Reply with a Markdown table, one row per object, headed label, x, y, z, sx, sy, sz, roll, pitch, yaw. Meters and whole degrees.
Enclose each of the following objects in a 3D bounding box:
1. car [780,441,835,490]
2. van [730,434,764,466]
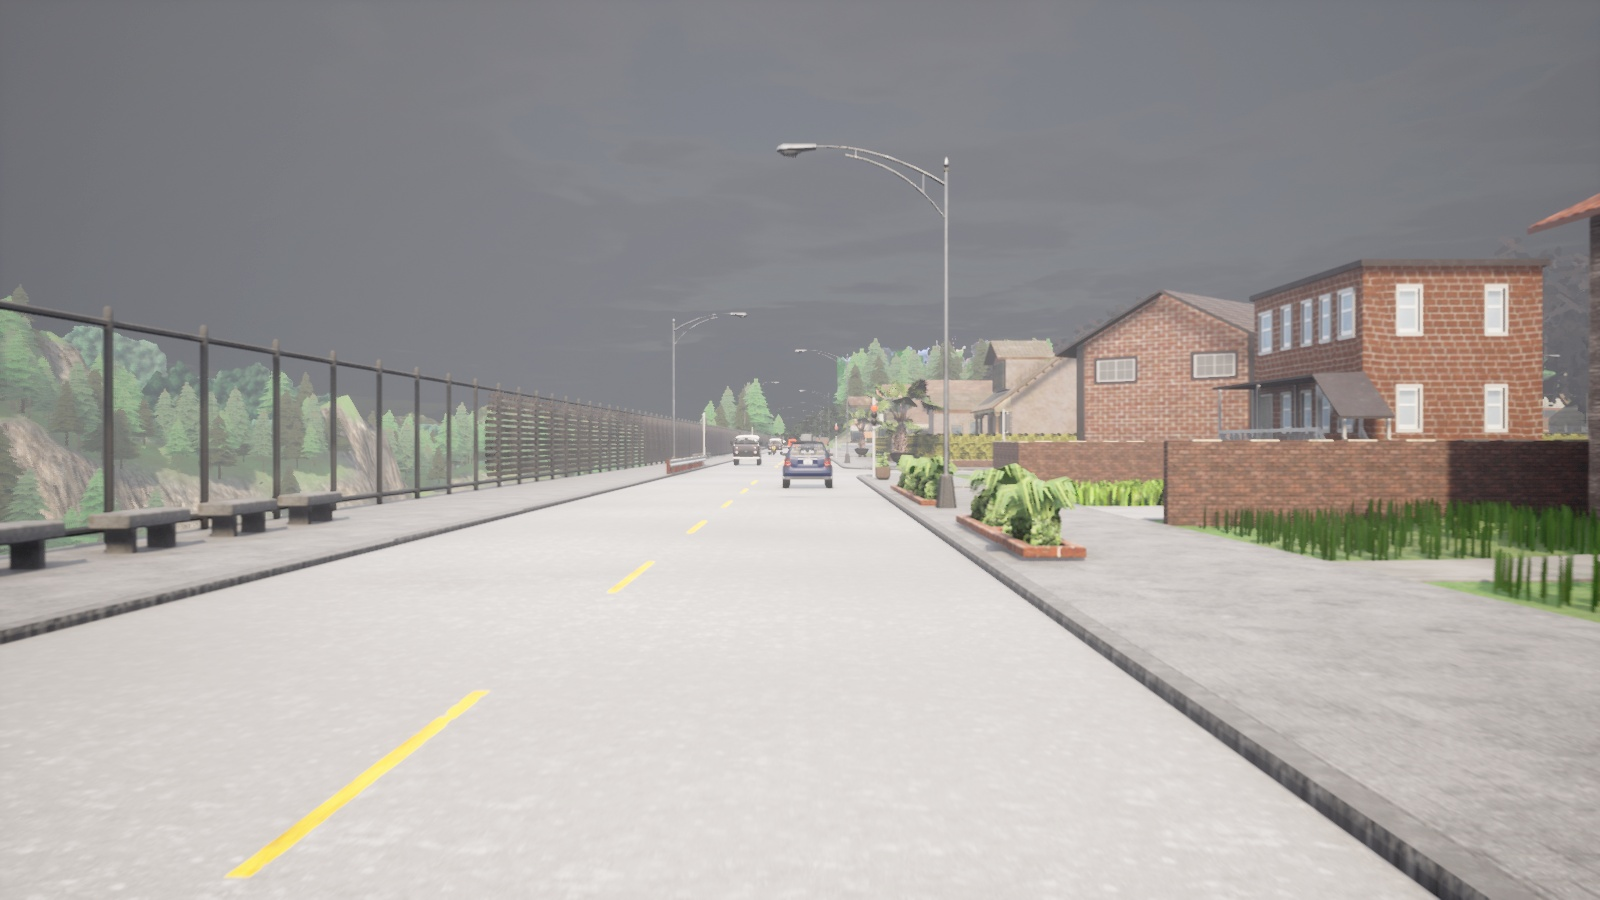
| label | x | y | z | sx | sy | sz | roll | pitch | yaw |
| --- | --- | --- | --- | --- | --- | --- | --- | --- | --- |
| car | 0.253 | 0.487 | 42.242 | 1.789 | 1.549 | 3.705 | 0 | 0 | 0 |
| van | -3.511 | -0.006 | 83.954 | 2.069 | 2.038 | 4.480 | 0 | 0 | 0 |
